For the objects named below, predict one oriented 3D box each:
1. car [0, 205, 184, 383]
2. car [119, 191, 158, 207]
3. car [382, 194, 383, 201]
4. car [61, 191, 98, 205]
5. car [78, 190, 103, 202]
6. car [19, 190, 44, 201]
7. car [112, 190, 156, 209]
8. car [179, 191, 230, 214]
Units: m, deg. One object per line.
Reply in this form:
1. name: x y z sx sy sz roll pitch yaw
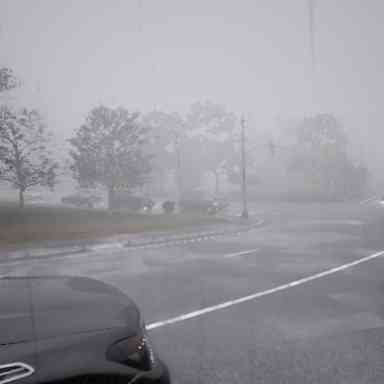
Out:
1. car: -2.841 1.223 1.879 5.566 2.045 2.150 0 0 -35
2. car: -6.611 0.797 41.000 4.553 1.767 2.097 1 3 36
3. car: 25.573 0.384 42.401 1.994 1.385 4.181 -1 1 35
4. car: -14.678 0.962 42.614 4.718 1.301 1.895 2 3 36
5. car: -14.593 0.519 46.893 4.553 1.767 2.097 3 3 37
6. car: -23.935 0.455 49.487 4.674 1.442 1.812 3 4 37
7. car: -6.608 0.822 36.643 5.566 2.045 2.150 1 2 37
8. car: 0.994 1.026 31.037 4.553 1.767 2.097 0 2 36
